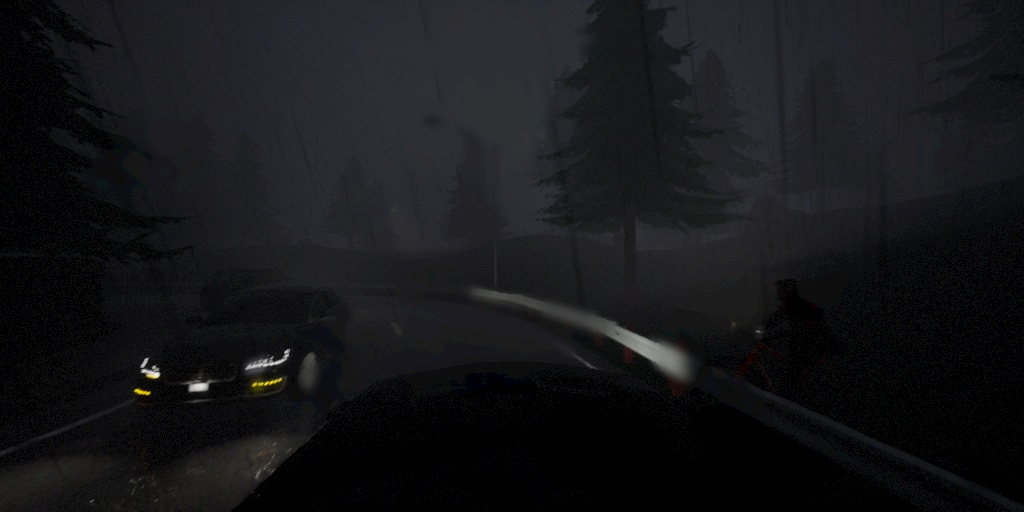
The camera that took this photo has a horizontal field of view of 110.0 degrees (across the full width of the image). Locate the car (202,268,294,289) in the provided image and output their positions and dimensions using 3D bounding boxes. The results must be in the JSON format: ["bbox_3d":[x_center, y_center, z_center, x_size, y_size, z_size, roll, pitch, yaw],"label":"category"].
[{"bbox_3d":[-10.234,1.300,14.648,4.553,1.767,2.097,0,-1,18],"label":"car"}]

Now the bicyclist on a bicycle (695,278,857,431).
[{"bbox_3d":[2.819,1.063,3.689,1.656,1.620,0.582,16,-3,3],"label":"bicyclist on a bicycle"}]

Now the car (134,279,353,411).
[{"bbox_3d":[-4.233,1.328,6.559,1.837,1.490,4.892,0,-1,-14],"label":"car"}]
